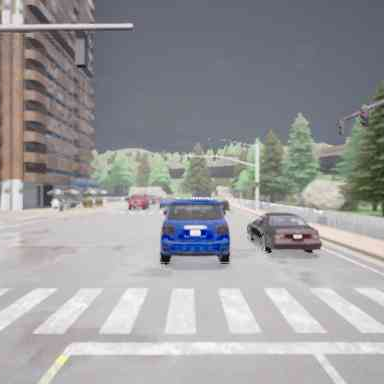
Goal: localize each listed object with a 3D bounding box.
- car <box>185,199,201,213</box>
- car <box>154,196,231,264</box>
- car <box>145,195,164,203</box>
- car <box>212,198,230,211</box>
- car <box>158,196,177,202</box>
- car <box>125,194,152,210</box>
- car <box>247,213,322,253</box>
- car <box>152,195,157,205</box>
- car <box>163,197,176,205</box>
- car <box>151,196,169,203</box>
[{"bbox_3d":[0.097,1.573,38.248,1.812,1.442,4.674,0,0,0],"label":"car"},{"bbox_3d":[0.097,1.245,12.068,2.150,2.045,5.566,0,0,0],"label":"car"},{"bbox_3d":[-8.059,1.443,70.758,2.097,1.767,4.553,0,0,-34],"label":"car"},{"bbox_3d":[3.599,1.530,42.176,1.882,1.535,5.008,0,0,0],"label":"car"},{"bbox_3d":[-5.940,1.693,79.347,1.895,1.301,4.718,0,0,-43],"label":"car"},{"bbox_3d":[-7.075,1.277,44.549,2.150,2.045,5.566,0,0,0],"label":"car"},{"bbox_3d":[3.597,1.569,13.828,2.033,1.411,5.357,0,0,0],"label":"car"},{"bbox_3d":[-7.520,1.566,59.271,2.128,1.511,4.902,0,0,-7],"label":"car"},{"bbox_3d":[-4.060,1.639,60.013,1.994,1.385,4.181,0,0,-7],"label":"car"},{"bbox_3d":[-7.263,1.646,75.540,1.994,1.385,4.181,0,0,-43],"label":"car"}]
